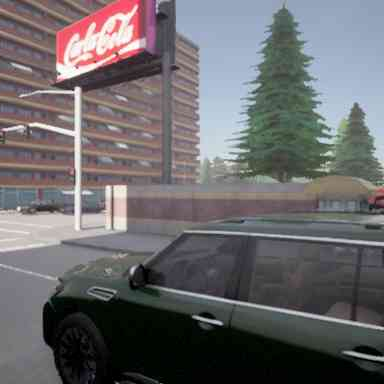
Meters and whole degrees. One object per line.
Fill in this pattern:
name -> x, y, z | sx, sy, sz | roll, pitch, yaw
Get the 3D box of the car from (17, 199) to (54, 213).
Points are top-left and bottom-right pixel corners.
car -> -15.068, 1.449, 33.628 | 2.128, 1.511, 4.902 | 0, 0, 35

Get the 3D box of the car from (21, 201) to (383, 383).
car -> 0.803, 1.222, 3.423 | 5.566, 2.045, 2.150 | 0, 0, 35

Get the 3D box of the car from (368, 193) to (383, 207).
car -> 12.521, 1.148, 19.610 | 3.866, 1.878, 1.905 | 0, 0, 35

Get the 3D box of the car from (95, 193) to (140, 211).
car -> -9.260, 1.179, 41.864 | 2.150, 2.045, 5.566 | 0, 0, 35

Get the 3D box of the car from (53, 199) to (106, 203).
car -> -11.110, 1.526, 33.171 | 1.994, 1.385, 4.181 | 0, 0, 35
